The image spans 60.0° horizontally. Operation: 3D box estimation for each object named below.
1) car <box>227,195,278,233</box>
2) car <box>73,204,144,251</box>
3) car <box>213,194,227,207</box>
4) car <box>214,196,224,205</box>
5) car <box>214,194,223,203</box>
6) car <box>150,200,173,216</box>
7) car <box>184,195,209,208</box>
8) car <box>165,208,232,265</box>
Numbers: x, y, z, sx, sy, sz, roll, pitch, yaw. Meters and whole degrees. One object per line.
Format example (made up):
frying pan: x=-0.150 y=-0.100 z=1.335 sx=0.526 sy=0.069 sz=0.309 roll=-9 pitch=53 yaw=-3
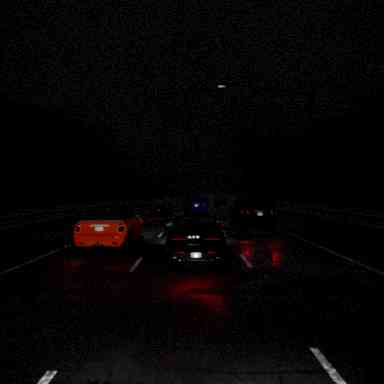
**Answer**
car: x=3.614 y=1.242 z=20.143 sx=2.150 sy=2.045 sz=5.566 roll=0 pitch=0 yaw=1
car: x=-3.347 y=1.364 z=14.193 sx=2.097 sy=1.767 sz=4.553 roll=0 pitch=0 yaw=0
car: x=4.792 y=1.537 z=55.884 sx=2.097 sy=1.767 sz=4.553 roll=0 pitch=0 yaw=3
car: x=5.469 y=1.630 z=67.762 sx=2.097 sy=1.767 sz=4.553 roll=0 pitch=0 yaw=4
car: x=6.591 y=1.629 z=83.674 sx=2.150 sy=2.045 sz=5.566 roll=0 pitch=0 yaw=5
car: x=-2.993 y=1.538 z=33.398 sx=1.882 sy=1.535 sz=5.008 roll=0 pitch=0 yaw=2
car: x=0.445 y=1.275 z=31.235 sx=2.150 sy=2.045 sz=5.566 roll=0 pitch=0 yaw=1
car: x=0.132 y=1.513 z=11.698 sx=1.837 sy=1.490 sz=4.892 roll=0 pitch=0 yaw=0
